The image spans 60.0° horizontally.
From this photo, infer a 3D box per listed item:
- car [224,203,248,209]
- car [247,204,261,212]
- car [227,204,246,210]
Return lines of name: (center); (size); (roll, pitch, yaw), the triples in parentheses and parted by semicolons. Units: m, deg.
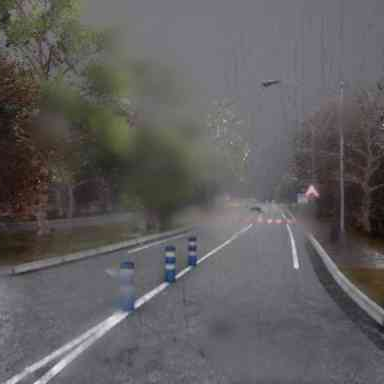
car: (12.096, 4.035, 91.251); (5.366, 1.575, 1.946); (0, -3, 14)
car: (12.310, 3.197, 64.233); (1.895, 1.301, 4.718); (0, -2, 15)
car: (12.596, 4.178, 93.978); (4.892, 1.521, 2.231); (0, -3, 14)
